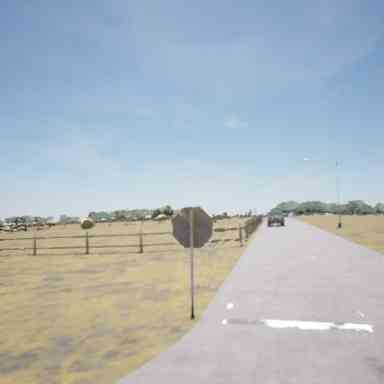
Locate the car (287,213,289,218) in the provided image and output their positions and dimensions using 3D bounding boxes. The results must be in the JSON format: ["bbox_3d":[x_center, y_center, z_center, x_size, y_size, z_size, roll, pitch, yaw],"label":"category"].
[{"bbox_3d":[25.438,6.380,91.123,2.128,1.511,4.902,-2,-4,14],"label":"car"}]

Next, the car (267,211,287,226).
[{"bbox_3d":[11.501,3.588,45.658,2.150,2.045,5.566,-2,-3,14],"label":"car"}]
